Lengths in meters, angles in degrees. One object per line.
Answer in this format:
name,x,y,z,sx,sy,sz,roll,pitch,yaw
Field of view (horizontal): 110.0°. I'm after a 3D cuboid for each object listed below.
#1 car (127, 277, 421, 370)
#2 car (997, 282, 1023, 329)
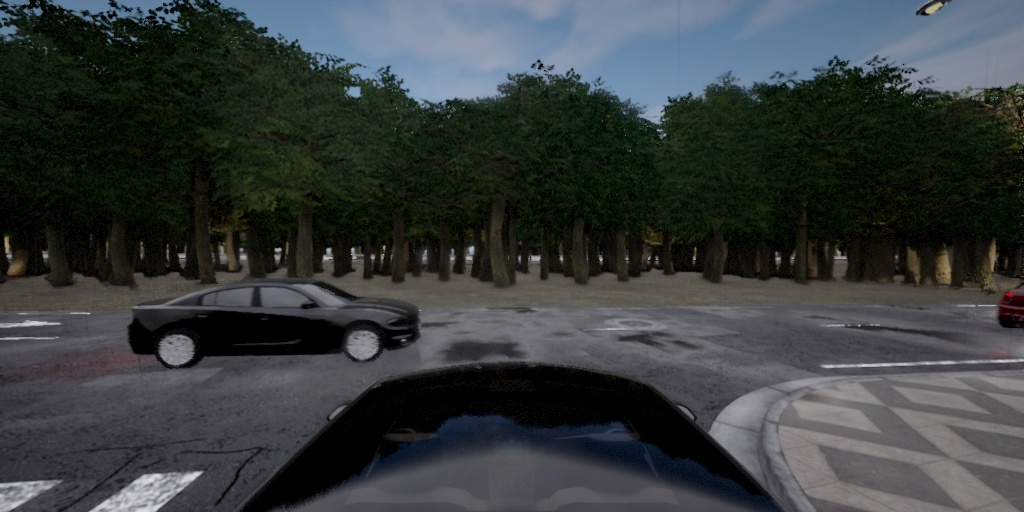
car,-4.413,1.185,7.220,5.008,1.535,1.882,0,0,-7
car,16.368,1.266,9.773,4.553,1.767,2.097,1,1,-7
